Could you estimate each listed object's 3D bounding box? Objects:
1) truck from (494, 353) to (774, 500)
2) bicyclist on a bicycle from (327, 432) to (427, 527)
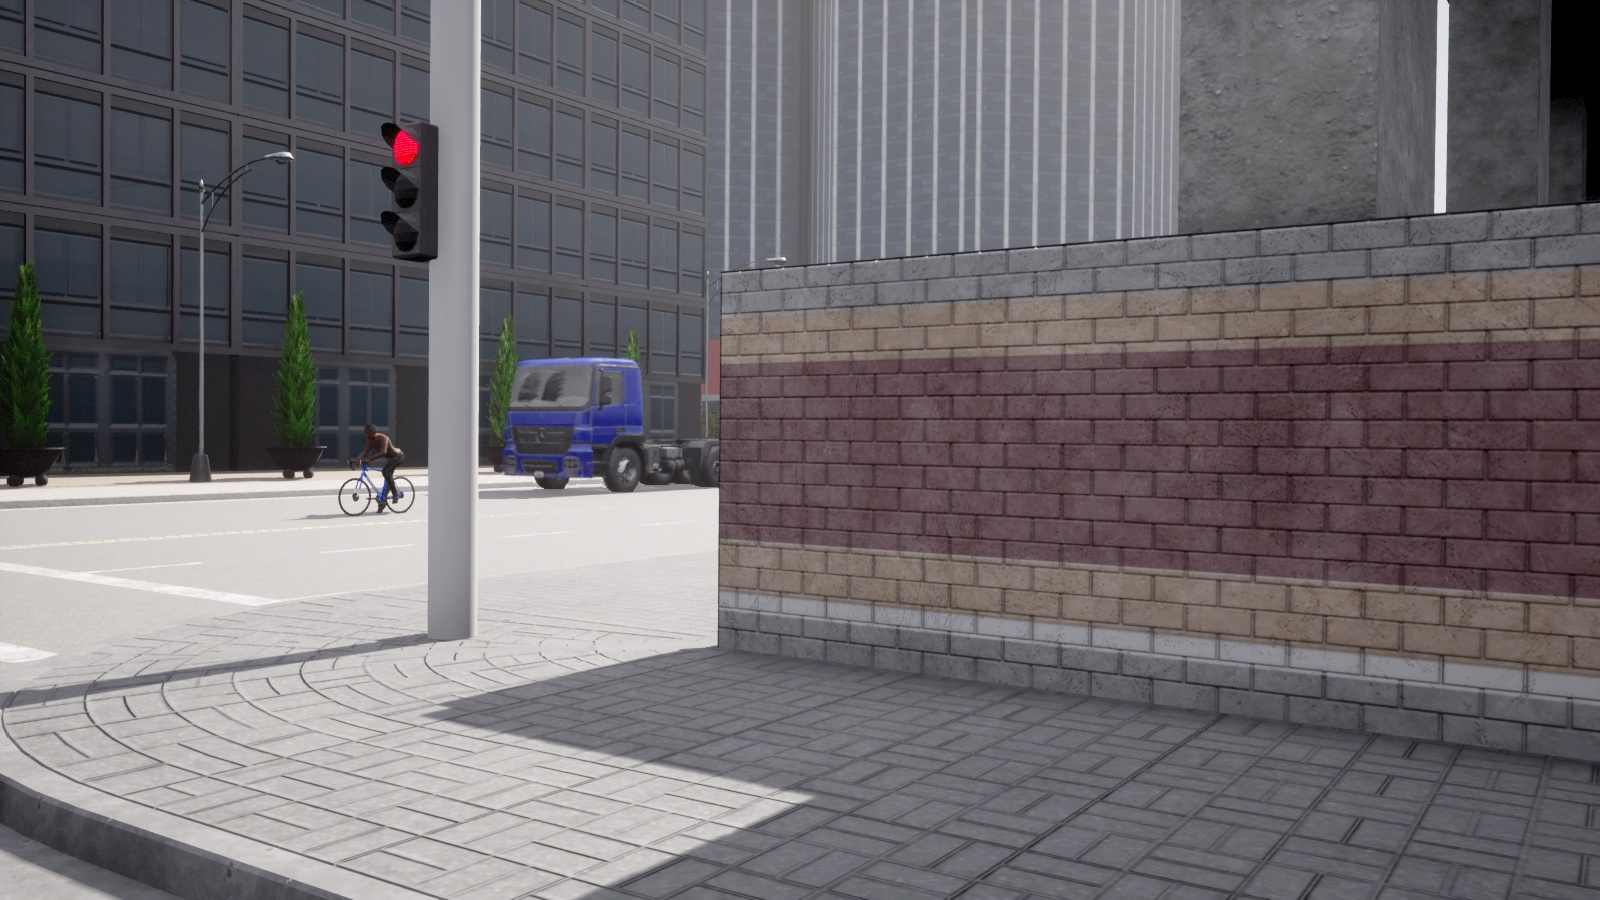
[{"bbox_3d":[-4.184,-0.618,33.774,2.891,3.462,7.936,0,1,34],"label":"truck"},{"bbox_3d":[-7.542,0.501,22.464,0.582,1.620,1.656,0,1,34],"label":"bicyclist on a bicycle"}]
